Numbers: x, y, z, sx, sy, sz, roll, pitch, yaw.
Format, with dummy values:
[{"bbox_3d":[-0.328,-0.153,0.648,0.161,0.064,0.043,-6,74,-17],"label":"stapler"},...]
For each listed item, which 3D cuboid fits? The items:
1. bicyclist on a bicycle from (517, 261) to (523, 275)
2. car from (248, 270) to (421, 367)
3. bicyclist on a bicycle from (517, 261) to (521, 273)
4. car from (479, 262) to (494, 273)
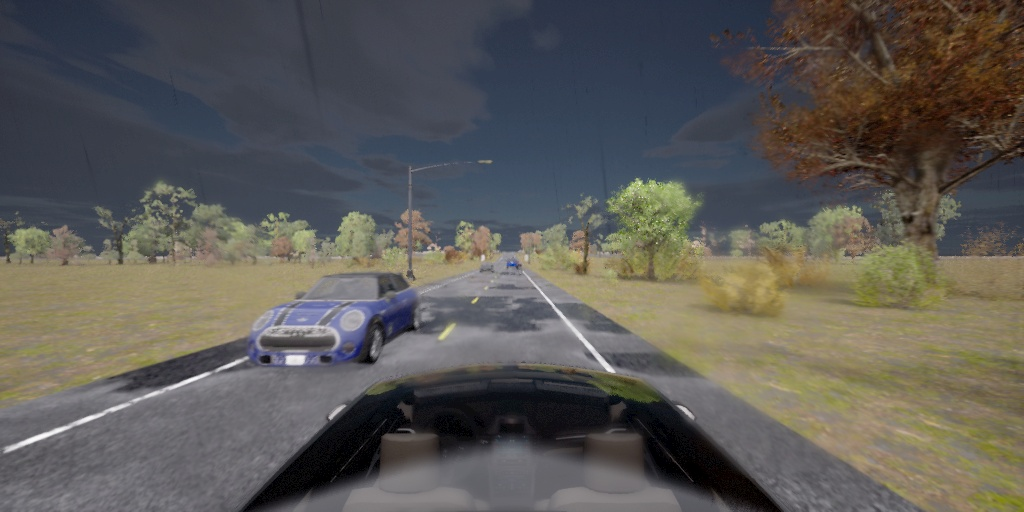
[{"bbox_3d":[0.954,1.434,42.591,0.659,1.776,1.843,0,0,0],"label":"bicyclist on a bicycle"},{"bbox_3d":[-3.601,1.154,8.209,2.097,1.767,4.553,0,0,0],"label":"car"},{"bbox_3d":[0.953,1.583,51.741,0.582,1.620,1.656,0,-1,0],"label":"bicyclist on a bicycle"},{"bbox_3d":[-3.571,1.629,50.995,1.837,1.490,4.892,0,0,0],"label":"car"}]
